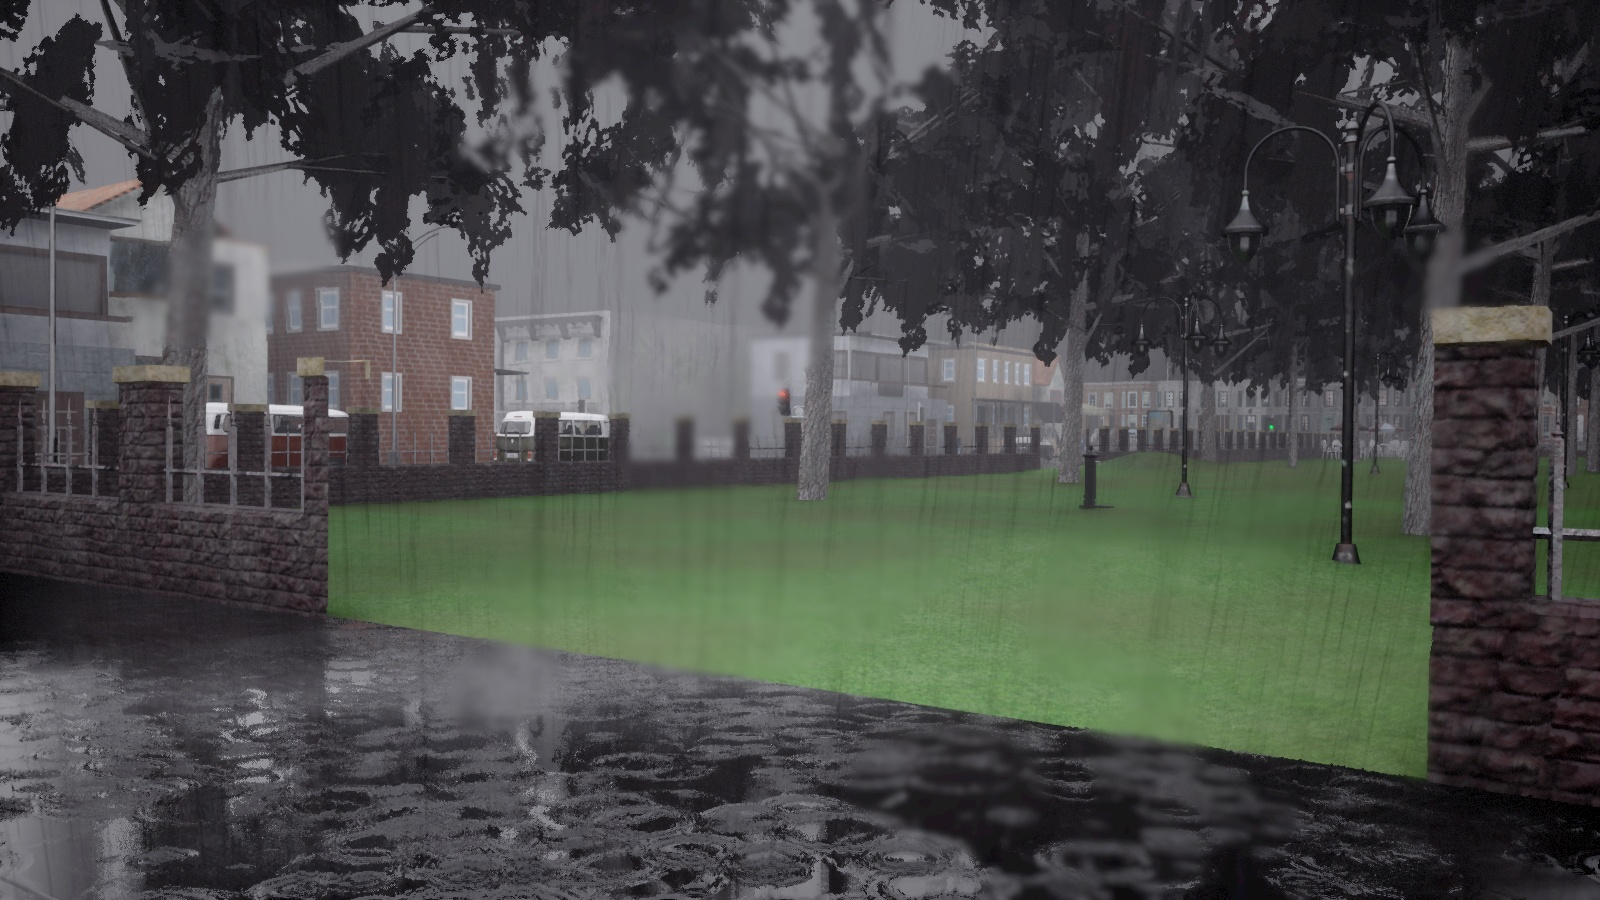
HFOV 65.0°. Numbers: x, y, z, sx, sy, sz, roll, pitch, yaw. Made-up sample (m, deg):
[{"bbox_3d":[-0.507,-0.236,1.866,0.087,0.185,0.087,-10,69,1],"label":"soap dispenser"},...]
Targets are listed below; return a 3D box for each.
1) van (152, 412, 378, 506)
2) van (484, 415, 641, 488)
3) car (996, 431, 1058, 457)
[{"bbox_3d":[-12.479,0.164,29.562,2.069,2.038,4.480,0,1,33],"label":"van"},{"bbox_3d":[-7.002,0.007,37.457,2.069,2.038,4.480,0,1,33],"label":"van"},{"bbox_3d":[13.397,-0.373,73.902,1.812,1.442,4.674,0,1,35],"label":"car"}]
